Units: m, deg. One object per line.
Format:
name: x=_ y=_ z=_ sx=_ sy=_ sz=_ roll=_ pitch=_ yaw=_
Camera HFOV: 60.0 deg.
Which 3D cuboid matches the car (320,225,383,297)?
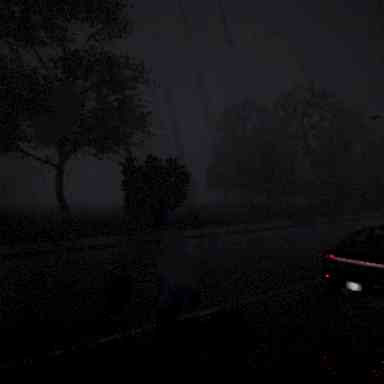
car: x=4.864 y=1.505 z=7.538 sx=4.902 sy=1.511 sz=2.128 roll=0 pitch=0 yaw=-38
